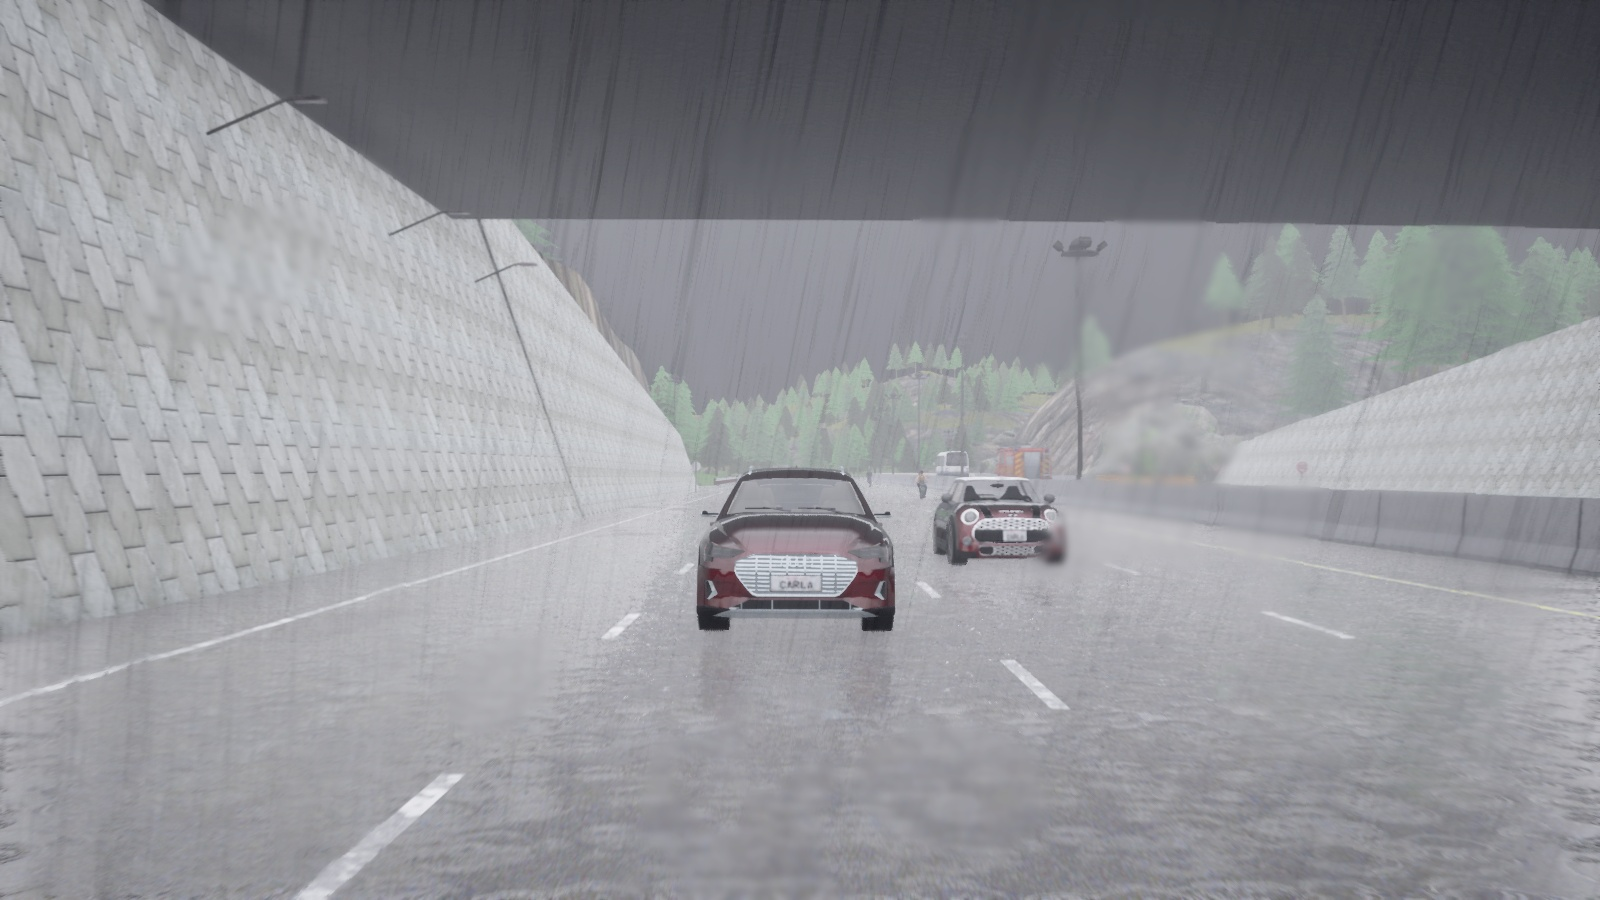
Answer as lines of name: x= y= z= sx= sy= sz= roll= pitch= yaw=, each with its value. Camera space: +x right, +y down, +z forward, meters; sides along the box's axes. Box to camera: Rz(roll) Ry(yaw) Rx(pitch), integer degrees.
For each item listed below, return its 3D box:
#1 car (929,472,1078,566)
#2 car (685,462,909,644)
car: x=3.442 y=1.133 z=21.930 sx=1.970 sy=1.475 sz=3.806 roll=0 pitch=-1 yaw=0
car: x=-0.034 y=0.977 z=13.842 sx=2.033 sy=1.649 sz=4.856 roll=0 pitch=-1 yaw=0
